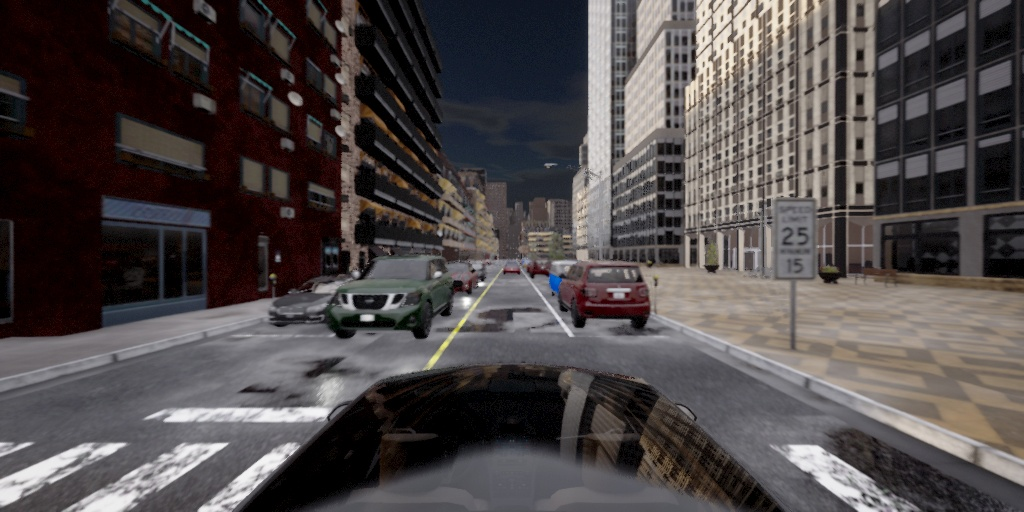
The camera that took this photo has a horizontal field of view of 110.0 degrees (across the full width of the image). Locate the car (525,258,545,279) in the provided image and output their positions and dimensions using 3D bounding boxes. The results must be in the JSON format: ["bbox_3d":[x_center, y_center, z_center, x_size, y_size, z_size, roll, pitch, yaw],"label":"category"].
[{"bbox_3d":[2.671,1.115,33.486,2.192,1.841,5.009,0,0,0],"label":"car"}]

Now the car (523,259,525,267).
[{"bbox_3d":[2.665,1.369,44.540,1.888,1.381,4.507,0,0,0],"label":"car"}]

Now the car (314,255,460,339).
[{"bbox_3d":[-3.088,0.974,10.436,2.150,2.045,5.566,0,0,0],"label":"car"}]

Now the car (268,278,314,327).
[{"bbox_3d":[-5.696,1.300,11.376,2.007,1.370,4.403,0,0,0],"label":"car"}]

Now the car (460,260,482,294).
[{"bbox_3d":[-3.102,1.119,20.255,2.097,1.767,4.553,0,0,0],"label":"car"}]

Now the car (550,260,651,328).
[{"bbox_3d":[2.684,1.077,11.381,2.192,1.841,5.009,0,0,0],"label":"car"}]

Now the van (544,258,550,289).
[{"bbox_3d":[2.681,1.111,16.907,1.690,1.789,3.998,0,0,0],"label":"van"}]

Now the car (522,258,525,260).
[{"bbox_3d":[2.656,1.389,61.289,1.751,1.417,4.829,0,0,0],"label":"car"}]

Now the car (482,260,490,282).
[{"bbox_3d":[-3.109,1.311,30.060,1.812,1.442,4.674,0,0,0],"label":"car"}]

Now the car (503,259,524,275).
[{"bbox_3d":[-0.021,1.376,40.701,1.994,1.385,4.181,0,0,0],"label":"car"}]
